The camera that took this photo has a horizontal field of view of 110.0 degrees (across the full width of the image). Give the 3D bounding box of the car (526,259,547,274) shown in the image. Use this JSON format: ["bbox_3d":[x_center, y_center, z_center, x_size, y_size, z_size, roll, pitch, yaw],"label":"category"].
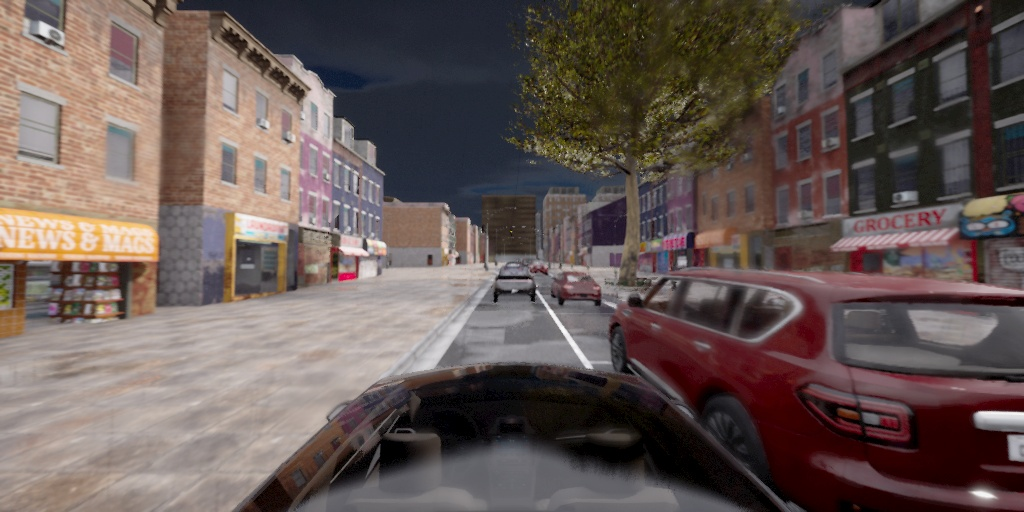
[{"bbox_3d":[2.638,1.152,37.540,1.967,1.591,4.097,0,0,0],"label":"car"}]

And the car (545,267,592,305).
[{"bbox_3d":[2.639,1.304,15.326,1.802,1.307,4.207,0,0,0],"label":"car"}]

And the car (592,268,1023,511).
[{"bbox_3d":[2.640,1.058,4.220,2.192,1.841,5.009,0,0,0],"label":"car"}]

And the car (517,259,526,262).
[{"bbox_3d":[0.119,1.237,32.544,1.812,1.442,4.674,0,0,0],"label":"car"}]

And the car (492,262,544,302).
[{"bbox_3d":[0.099,1.212,16.794,2.128,1.511,4.902,0,0,0],"label":"car"}]
